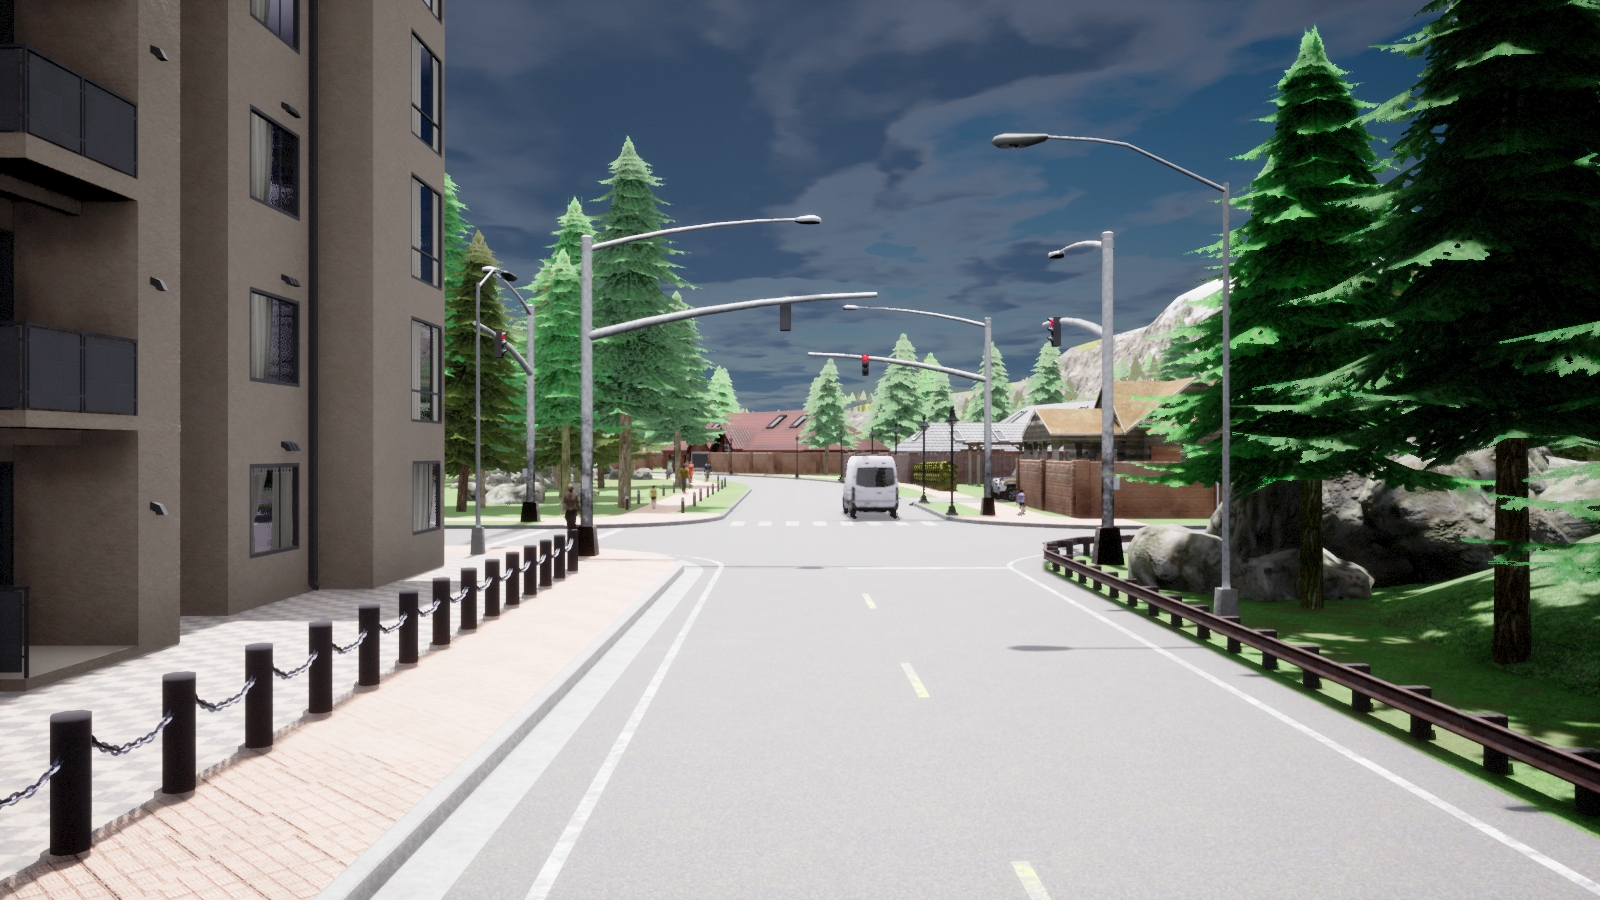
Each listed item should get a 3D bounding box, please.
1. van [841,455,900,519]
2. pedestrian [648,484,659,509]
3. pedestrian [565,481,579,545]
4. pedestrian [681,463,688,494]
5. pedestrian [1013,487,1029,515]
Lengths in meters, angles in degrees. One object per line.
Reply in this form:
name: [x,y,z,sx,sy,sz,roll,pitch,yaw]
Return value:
van: [2.970,1.531,49.256,1.988,2.561,5.915,0,0,-2]
pedestrian: [-6.584,2.075,51.452,0.500,1.100,0.500,0,0,-7]
pedestrian: [-6.707,1.850,33.555,0.375,1.860,0.375,0,0,-7]
pedestrian: [-6.887,1.705,67.907,0.375,1.860,0.375,0,0,-1]
pedestrian: [8.954,2.077,46.297,0.500,1.100,0.500,0,0,33]
